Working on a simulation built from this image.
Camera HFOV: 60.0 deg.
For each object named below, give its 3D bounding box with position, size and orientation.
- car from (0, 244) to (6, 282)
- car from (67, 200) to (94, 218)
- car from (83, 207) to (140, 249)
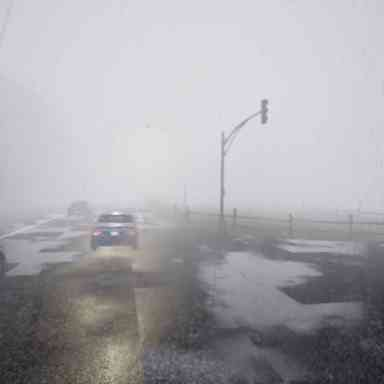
[{"bbox_3d":[-5.224,1.278,6.144,2.097,1.767,4.553,1,0,-11],"label":"car"},{"bbox_3d":[-9.688,1.455,29.126,1.812,1.442,4.674,1,0,-11],"label":"car"},{"bbox_3d":[-3.267,1.543,14.405,2.033,1.411,5.357,1,0,-11],"label":"car"}]
